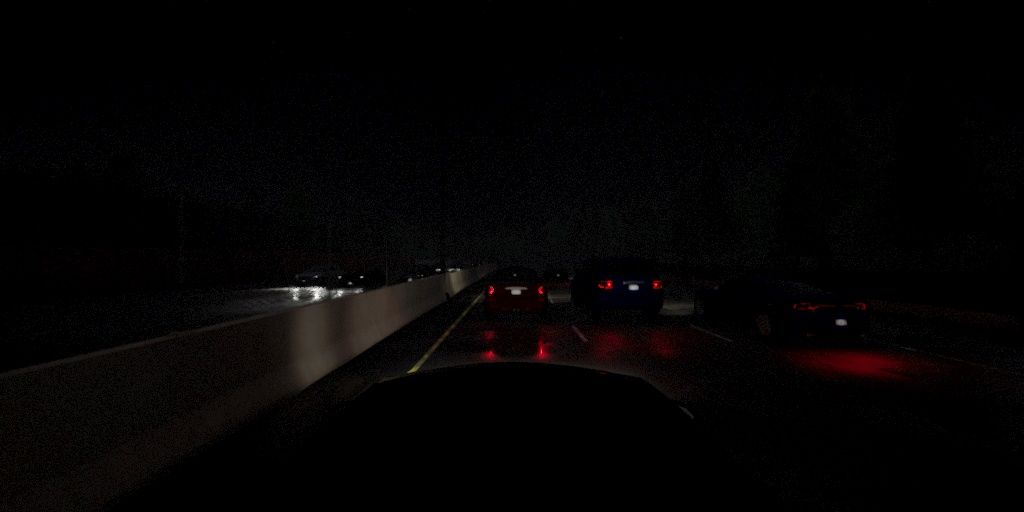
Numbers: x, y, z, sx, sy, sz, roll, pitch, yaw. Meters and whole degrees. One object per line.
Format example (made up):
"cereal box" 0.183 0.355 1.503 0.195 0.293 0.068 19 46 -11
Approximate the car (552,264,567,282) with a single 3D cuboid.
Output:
"car" 3.730 1.413 31.291 1.882 1.535 5.008 0 0 0

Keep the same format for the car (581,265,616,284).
"car" 7.225 1.501 30.521 1.994 1.385 4.181 0 0 0

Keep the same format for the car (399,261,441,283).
"car" -6.986 1.382 27.006 2.128 1.511 4.902 0 0 0

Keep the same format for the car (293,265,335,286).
"car" -13.989 1.399 26.428 1.812 1.442 4.674 0 0 0

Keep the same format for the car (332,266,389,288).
"car" -10.494 1.475 25.516 1.895 1.301 4.718 0 0 0

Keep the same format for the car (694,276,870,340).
"car" 7.126 1.292 10.216 1.882 1.535 5.008 0 0 0

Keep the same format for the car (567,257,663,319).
"car" 3.646 1.048 13.365 2.150 2.045 5.566 0 0 0

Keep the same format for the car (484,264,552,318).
"car" 0.144 1.173 13.422 2.097 1.767 4.553 0 0 0
